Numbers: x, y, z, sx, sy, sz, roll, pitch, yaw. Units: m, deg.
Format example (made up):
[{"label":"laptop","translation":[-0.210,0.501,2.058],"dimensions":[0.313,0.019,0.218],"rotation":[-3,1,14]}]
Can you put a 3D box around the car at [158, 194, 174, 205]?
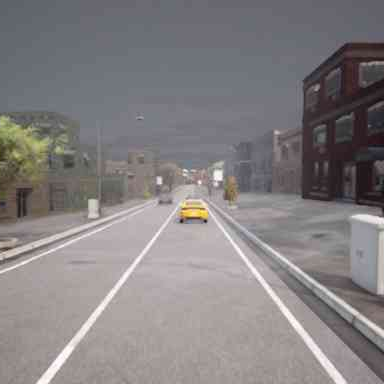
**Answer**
[{"label":"car","translation":[-3.554,1.004,45.863],"dimensions":[1.837,1.490,4.892],"rotation":[0,0,0]}]

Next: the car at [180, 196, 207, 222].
[{"label":"car","translation":[0.104,1.294,24.629],"dimensions":[1.882,1.535,5.008],"rotation":[0,1,0]}]
